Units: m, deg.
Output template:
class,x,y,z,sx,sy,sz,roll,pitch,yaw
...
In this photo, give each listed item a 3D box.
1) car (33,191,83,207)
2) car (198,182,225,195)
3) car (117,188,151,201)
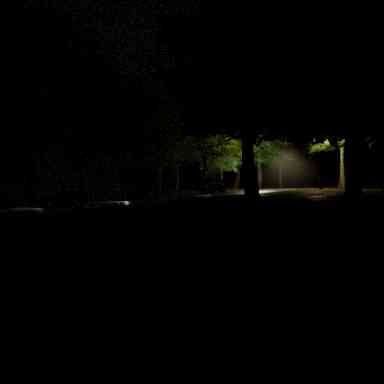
class,x,y,z,sx,sy,sz,roll,pitch,yaw
car,-13.513,0.666,33.731,1.837,1.490,4.892,-1,2,38
car,3.265,-0.663,55.451,2.150,2.045,5.566,-1,1,38
car,-7.233,0.283,41.877,1.812,1.442,4.674,-1,2,37
